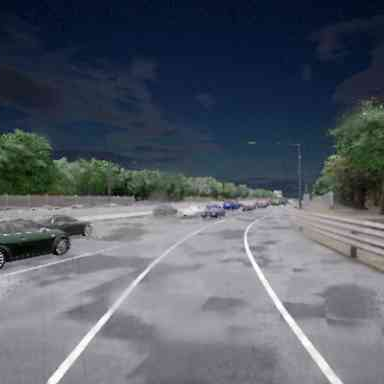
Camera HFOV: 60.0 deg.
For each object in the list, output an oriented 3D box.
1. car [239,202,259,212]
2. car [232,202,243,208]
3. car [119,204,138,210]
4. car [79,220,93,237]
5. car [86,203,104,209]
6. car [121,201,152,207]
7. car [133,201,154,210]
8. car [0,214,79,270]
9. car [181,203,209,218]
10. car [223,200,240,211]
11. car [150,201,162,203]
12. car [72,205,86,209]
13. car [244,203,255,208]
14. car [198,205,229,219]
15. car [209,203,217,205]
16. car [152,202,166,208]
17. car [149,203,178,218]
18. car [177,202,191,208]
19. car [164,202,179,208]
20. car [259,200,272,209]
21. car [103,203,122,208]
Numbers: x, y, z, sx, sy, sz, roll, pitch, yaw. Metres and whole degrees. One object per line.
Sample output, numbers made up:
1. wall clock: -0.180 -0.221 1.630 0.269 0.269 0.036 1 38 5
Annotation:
1. car: 10.602 2.904 61.264 1.895 1.301 4.718 -1 -1 20
2. car: 11.560 3.278 84.400 1.837 1.490 4.892 -1 -1 20
3. car: -14.261 3.361 74.818 1.895 1.301 4.718 -1 -1 20
4. car: -8.049 2.115 20.183 1.837 1.490 4.892 -1 -1 20
5. car: -16.175 2.819 59.392 2.097 1.767 4.553 -1 -1 21
6. car: -9.503 2.866 57.286 2.128 1.511 4.902 -1 -1 21
7. car: -10.803 2.950 74.104 2.150 2.045 5.566 -1 -1 20
8. car: -6.927 1.809 13.029 2.097 1.767 4.553 -1 -1 20
9. car: 0.242 2.536 43.002 1.812 1.442 4.674 -1 -1 20
10. car: 7.324 2.574 62.499 2.150 2.045 5.566 -1 -1 20
11. car: -7.465 3.202 73.028 1.812 1.442 4.674 -1 -1 20
12. car: -19.635 3.053 60.058 2.033 1.411 5.357 -1 -1 20
13. car: 14.171 3.288 81.334 1.895 1.301 4.718 -1 -1 20
14. car: 2.618 2.518 39.289 1.895 1.301 4.718 -1 -1 20
15. car: 4.021 2.879 63.652 1.882 1.535 5.008 -1 -1 20
16. car: -8.874 3.499 89.651 1.837 1.490 4.892 -1 -1 20
17. car: -3.352 2.551 43.355 1.837 1.490 4.892 -1 -1 20
18. car: -2.086 3.484 87.832 2.033 1.411 5.357 -1 -1 20
19. car: -5.412 3.531 88.925 2.033 1.411 5.357 -1 -1 20
20. car: 16.770 3.133 78.243 2.128 1.511 4.902 -1 -1 20
21. car: -12.870 2.923 58.249 1.837 1.490 4.892 -1 -1 21
